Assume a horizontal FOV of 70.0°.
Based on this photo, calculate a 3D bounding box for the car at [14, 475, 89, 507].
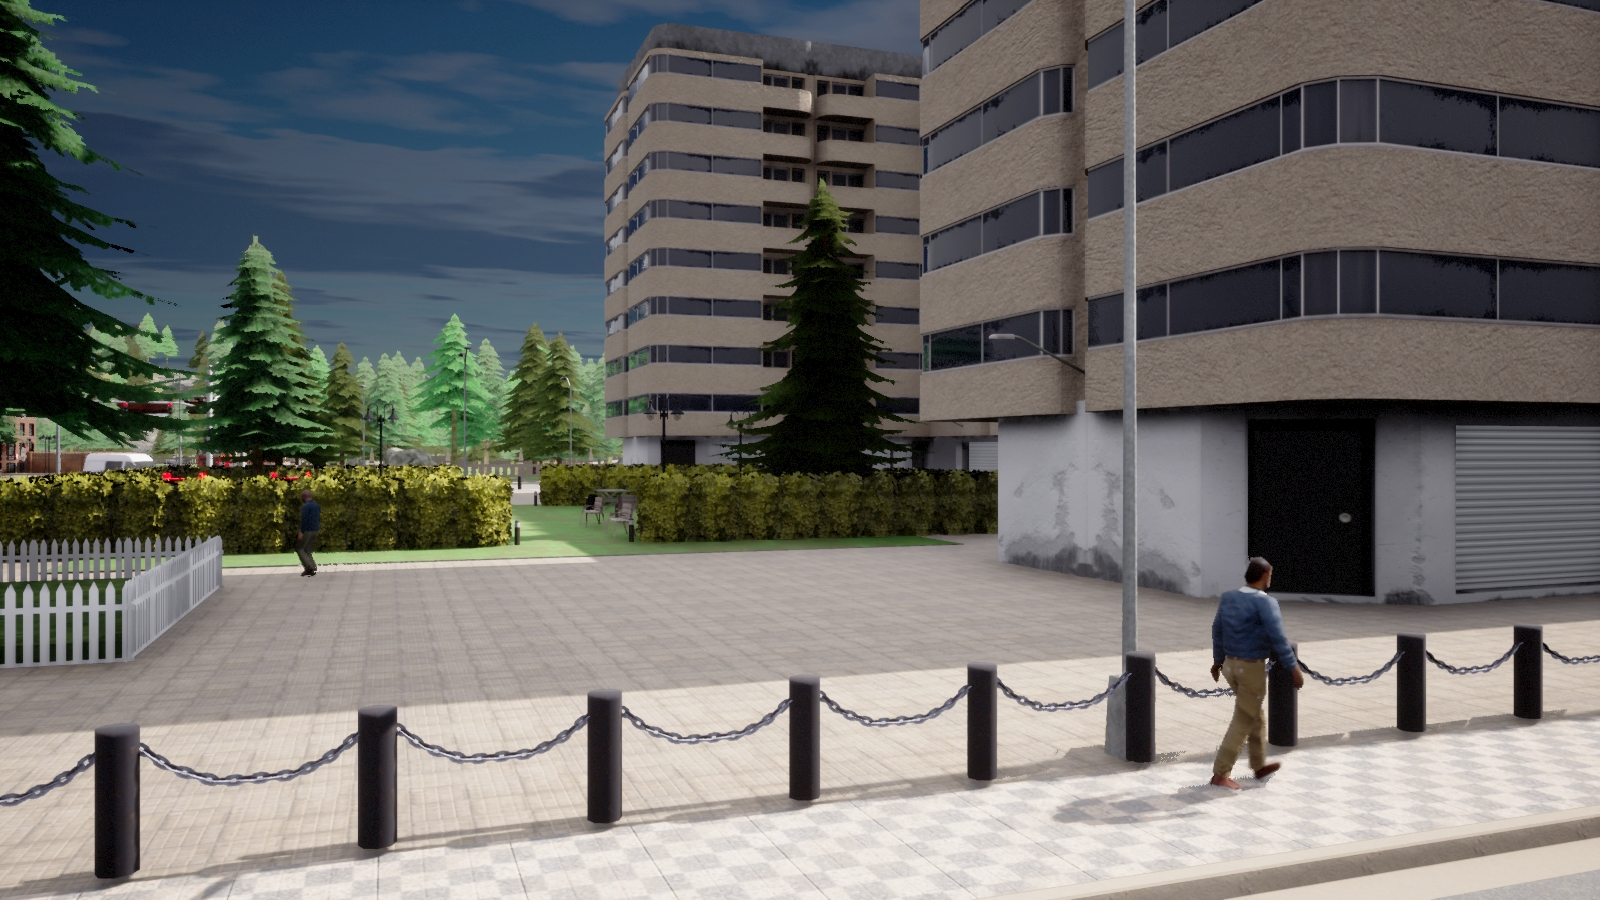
[{"bbox_3d":[-38.243,2.063,58.523,2.163,1.488,4.792,0,0,-20],"label":"car"}]

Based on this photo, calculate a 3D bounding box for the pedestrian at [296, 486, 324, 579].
[{"bbox_3d":[-10.069,1.685,23.475,0.375,1.860,0.375,0,0,15],"label":"pedestrian"}]

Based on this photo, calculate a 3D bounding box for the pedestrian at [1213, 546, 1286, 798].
[{"bbox_3d":[3.490,1.699,8.884,0.375,1.860,0.375,0,0,-21],"label":"pedestrian"}]
